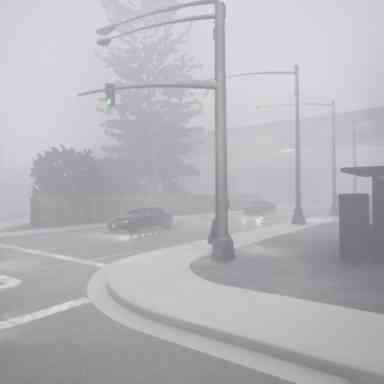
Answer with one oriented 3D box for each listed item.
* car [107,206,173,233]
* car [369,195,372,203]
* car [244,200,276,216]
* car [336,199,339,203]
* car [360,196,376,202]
[{"bbox_3d":[-3.044,1.627,20.503,1.812,1.442,4.674,-1,0,36],"label":"car"},{"bbox_3d":[34.715,1.523,65.575,2.038,1.542,4.974,-1,0,16],"label":"car"},{"bbox_3d":[7.121,1.585,34.551,1.882,1.535,5.008,-1,0,36],"label":"car"},{"bbox_3d":[31.528,1.575,68.267,4.974,1.542,2.038,0,-1,-29],"label":"car"},{"bbox_3d":[34.727,1.365,65.626,1.853,1.218,4.536,-1,0,16],"label":"car"}]
